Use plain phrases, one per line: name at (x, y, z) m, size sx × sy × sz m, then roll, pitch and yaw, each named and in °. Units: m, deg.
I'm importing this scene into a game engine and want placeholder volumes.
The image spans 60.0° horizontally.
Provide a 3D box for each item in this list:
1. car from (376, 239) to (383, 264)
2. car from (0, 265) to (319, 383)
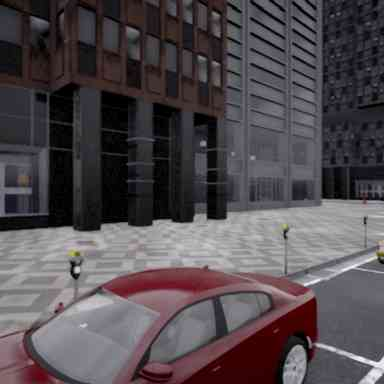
car at (7.501, 1.520, 10.838) m, size 4.829 × 1.417 × 1.752 m, roll 0°, pitch 0°, yaw -44°
car at (-0.387, 1.545, 3.343) m, size 4.507 × 1.381 × 1.887 m, roll 0°, pitch 0°, yaw -44°
